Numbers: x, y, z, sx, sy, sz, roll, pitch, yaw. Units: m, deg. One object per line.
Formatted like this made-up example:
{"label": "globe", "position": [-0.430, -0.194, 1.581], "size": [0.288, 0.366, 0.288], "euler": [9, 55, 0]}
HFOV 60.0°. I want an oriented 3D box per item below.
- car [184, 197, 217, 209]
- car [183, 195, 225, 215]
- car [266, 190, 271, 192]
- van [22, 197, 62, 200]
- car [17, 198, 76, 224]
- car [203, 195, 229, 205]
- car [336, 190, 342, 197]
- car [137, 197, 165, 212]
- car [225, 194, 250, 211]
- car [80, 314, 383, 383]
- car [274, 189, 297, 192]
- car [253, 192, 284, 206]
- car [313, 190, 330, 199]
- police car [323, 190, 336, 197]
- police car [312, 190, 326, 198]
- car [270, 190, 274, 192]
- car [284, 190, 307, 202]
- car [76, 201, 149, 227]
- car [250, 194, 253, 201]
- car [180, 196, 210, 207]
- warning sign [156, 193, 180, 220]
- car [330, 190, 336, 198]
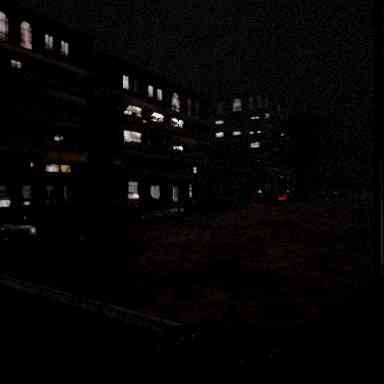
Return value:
{"label": "car", "position": [1.098, 1.294, 42.145], "size": [1.895, 1.301, 4.718], "euler": [0, 1, 35]}
{"label": "car", "position": [1.030, 1.347, 31.858], "size": [1.887, 1.381, 4.507], "euler": [1, 1, 35]}
{"label": "car", "position": [13.032, 0.848, 63.974], "size": [1.752, 1.417, 4.829], "euler": [1, 1, 35]}
{"label": "van", "position": [-12.193, 1.352, 27.456], "size": [1.690, 1.788, 3.998], "euler": [1, 1, 35]}
{"label": "car", "position": [-10.439, 1.515, 25.465], "size": [1.837, 1.490, 4.892], "euler": [0, 1, 35]}
{"label": "car", "position": [3.633, 1.128, 50.369], "size": [2.008, 1.369, 4.403], "euler": [1, 1, 35]}
{"label": "car", "position": [35.849, 0.301, 82.258], "size": [1.967, 1.590, 4.097], "euler": [1, 1, 35]}
{"label": "car", "position": [-4.654, 1.329, 33.833], "size": [1.882, 1.535, 5.008], "euler": [0, 1, 34]}
{"label": "car", "position": [4.196, 1.266, 36.440], "size": [2.008, 1.369, 4.403], "euler": [1, 1, 35]}
{"label": "car", "position": [1.123, 1.547, 2.065], "size": [4.507, 1.381, 1.887], "euler": [-1, 0, 35]}
{"label": "car", "position": [16.826, 0.802, 59.308], "size": [1.882, 1.535, 5.008], "euler": [0, 1, 35]}
{"label": "car", "position": [10.527, 1.093, 45.604], "size": [2.008, 1.369, 4.403], "euler": [1, 1, 35]}
{"label": "car", "position": [26.354, 0.666, 68.515], "size": [2.008, 1.369, 4.403], "euler": [1, 1, 35]}
{"label": "police car", "position": [34.678, 0.284, 83.851], "size": [1.930, 1.638, 5.238], "euler": [0, 1, 34]}
{"label": "police car", "position": [28.871, 0.436, 75.708], "size": [1.930, 1.638, 5.238], "euler": [0, 1, 32]}
{"label": "car", "position": [16.295, 0.550, 68.693], "size": [2.192, 1.841, 5.009], "euler": [1, 1, 35]}
{"label": "car", "position": [16.954, 0.893, 54.908], "size": [1.752, 1.417, 4.829], "euler": [1, 1, 35]}
{"label": "car", "position": [-5.300, 1.542, 22.696], "size": [1.947, 1.339, 4.313], "euler": [1, 1, 35]}
{"label": "car", "position": [11.028, 1.082, 50.910], "size": [1.895, 1.301, 4.718], "euler": [0, 1, 35]}
{"label": "car", "position": [0.468, 1.229, 45.787], "size": [1.947, 1.339, 4.313], "euler": [1, 1, 35]}
{"label": "warning sign", "position": [-1.689, 1.036, 23.788], "size": [1.300, 1.860, 1.060], "euler": [-1, -1, 35]}
{"label": "car", "position": [29.519, 0.581, 73.095], "size": [2.008, 1.369, 4.403], "euler": [1, 1, 35]}
